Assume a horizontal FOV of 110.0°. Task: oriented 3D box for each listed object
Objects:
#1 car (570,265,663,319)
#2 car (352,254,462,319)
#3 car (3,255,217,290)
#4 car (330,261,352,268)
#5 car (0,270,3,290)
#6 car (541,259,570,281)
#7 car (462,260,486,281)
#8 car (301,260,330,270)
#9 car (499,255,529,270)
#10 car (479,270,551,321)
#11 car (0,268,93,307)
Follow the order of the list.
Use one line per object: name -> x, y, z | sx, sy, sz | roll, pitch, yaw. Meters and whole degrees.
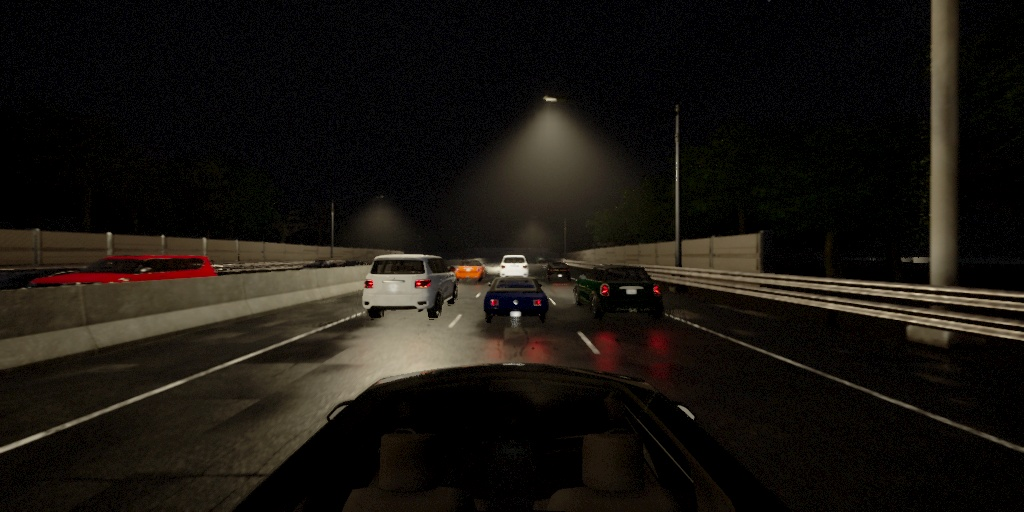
car -> 3.615, 1.099, 12.955 | 2.097, 1.767, 4.553 | 0, 0, 0
car -> -3.386, 0.968, 12.935 | 2.150, 2.045, 5.566 | 0, 0, 0
car -> -14.084, 0.969, 13.513 | 2.150, 2.045, 5.566 | 0, 0, 0
car -> -17.428, 1.248, 39.181 | 1.837, 1.490, 4.892 | 0, 0, 1
car -> -17.582, 1.252, 13.674 | 1.837, 1.490, 4.892 | 0, 0, 0
car -> 3.683, 1.248, 29.787 | 1.837, 1.490, 4.892 | 0, 0, 0
car -> -3.320, 1.095, 29.406 | 2.097, 1.767, 4.553 | 0, 0, 0
car -> -20.930, 1.233, 39.167 | 2.128, 1.511, 4.902 | 0, 0, 1
car -> 0.176, 0.965, 28.763 | 2.150, 2.045, 5.566 | 0, 0, 0
car -> 0.113, 1.348, 12.340 | 1.895, 1.301, 4.718 | 0, 0, 0
car -> -21.082, 1.294, 14.482 | 2.033, 1.411, 5.357 | 0, 0, 0
